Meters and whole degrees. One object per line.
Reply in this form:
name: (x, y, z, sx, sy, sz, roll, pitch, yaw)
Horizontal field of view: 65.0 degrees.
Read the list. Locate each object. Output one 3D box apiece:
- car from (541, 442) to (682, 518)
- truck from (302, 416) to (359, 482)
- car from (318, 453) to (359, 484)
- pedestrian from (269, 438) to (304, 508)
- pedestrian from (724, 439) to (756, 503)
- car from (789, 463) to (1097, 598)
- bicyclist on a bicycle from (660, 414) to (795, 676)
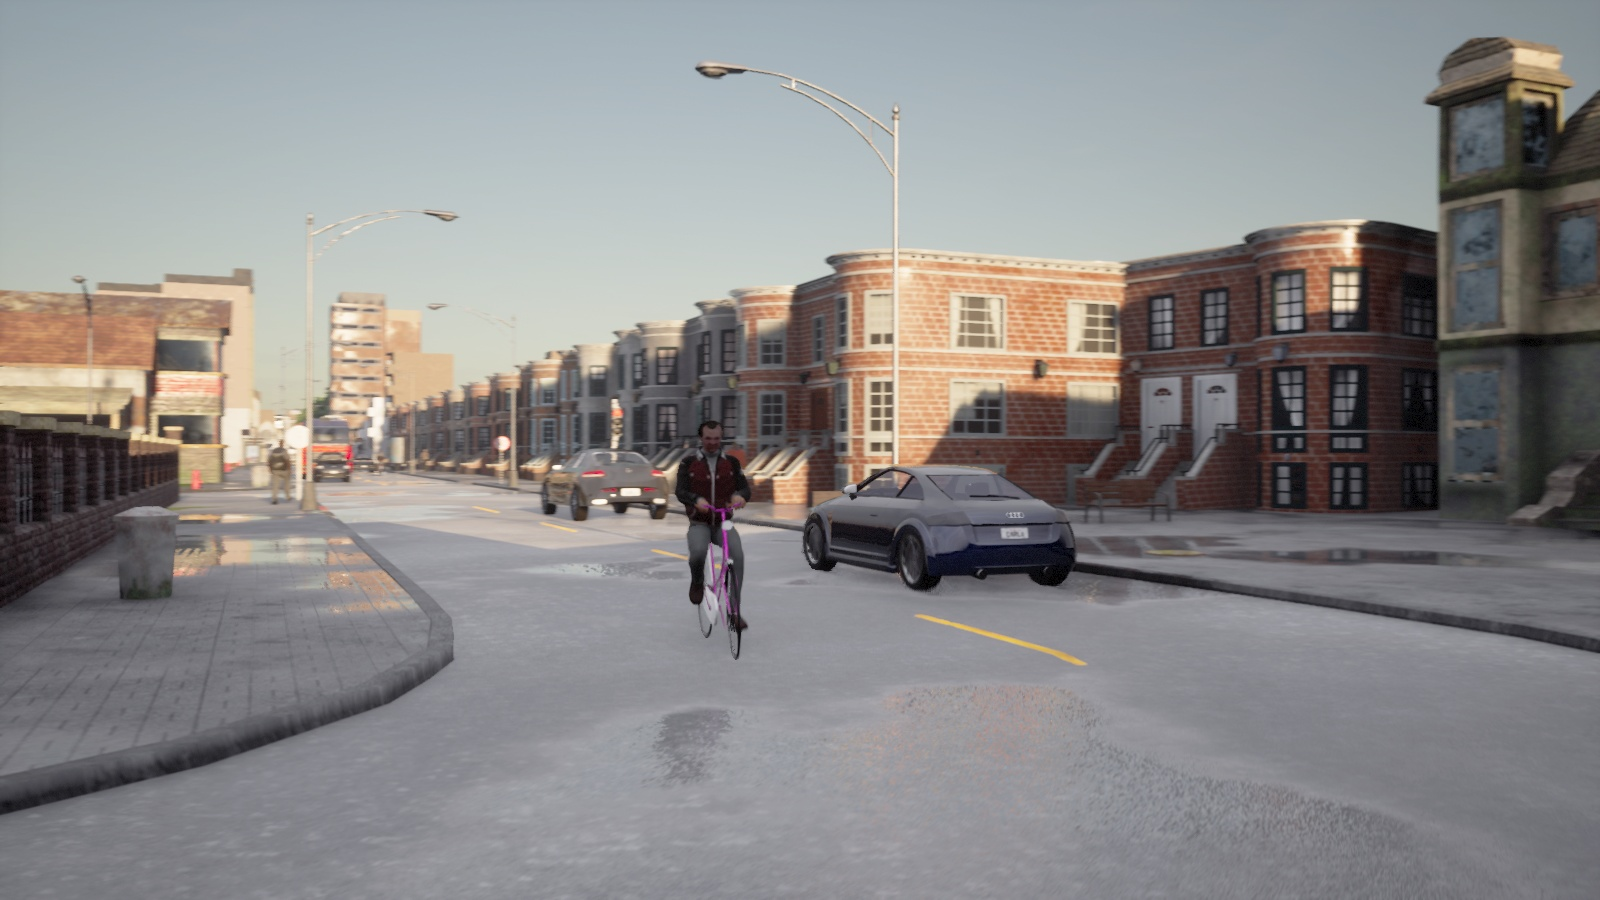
car: (-4.593, 0.653, 29.911, 2.152, 1.651, 5.027, 0, 0, -23)
truck: (-28.679, -0.036, 76.524, 2.891, 3.827, 8.468, 0, 0, -23)
car: (-24.644, 0.978, 66.996, 1.851, 1.617, 3.988, 0, 0, -23)
pedestrian: (-14.135, 0.629, 34.582, 0.563, 1.883, 0.849, 0, 0, 4)
pedestrian: (-1.750, 0.601, 36.486, 0.634, 1.844, 0.899, 0, 0, -23)
car: (1.562, 0.863, 15.402, 1.994, 1.385, 4.181, 0, 0, -22)
bicyclist on a bicycle: (-0.597, 0.655, 9.562, 0.659, 1.776, 1.843, -1, 0, -14)
